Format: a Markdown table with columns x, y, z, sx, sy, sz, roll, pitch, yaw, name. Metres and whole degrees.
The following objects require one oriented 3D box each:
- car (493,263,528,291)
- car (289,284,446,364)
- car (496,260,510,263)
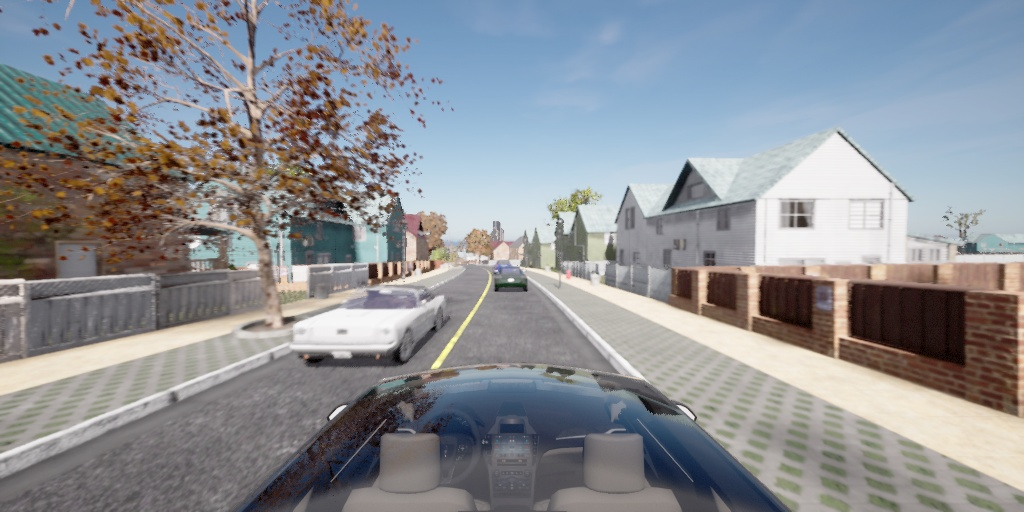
| x | y | z | sx | sy | sz | roll | pitch | yaw | name |
| --- | --- | --- | --- | --- | --- | --- | --- | --- | --- |
| -0.108 | 1.327 | 22.144 | 1.994 | 1.385 | 4.181 | 0 | 0 | -2 | car |
| -2.853 | 1.352 | 8.226 | 1.895 | 1.301 | 4.718 | 0 | 0 | 0 | car |
| -1.049 | 1.173 | 40.274 | 2.097 | 1.767 | 4.553 | 0 | 0 | -4 | car |
